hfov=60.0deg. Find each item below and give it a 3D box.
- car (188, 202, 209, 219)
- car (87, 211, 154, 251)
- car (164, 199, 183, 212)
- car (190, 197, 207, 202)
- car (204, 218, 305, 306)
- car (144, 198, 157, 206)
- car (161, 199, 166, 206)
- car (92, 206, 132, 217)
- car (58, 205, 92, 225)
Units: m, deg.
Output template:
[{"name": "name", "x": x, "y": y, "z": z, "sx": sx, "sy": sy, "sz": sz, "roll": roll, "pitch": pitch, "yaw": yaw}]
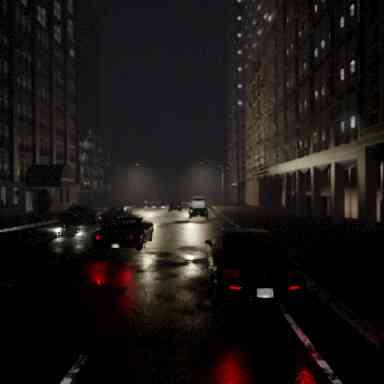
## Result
[{"name": "car", "x": 0.639, "y": 1.913, "z": 32.391, "sx": 1.895, "sy": 1.301, "sz": 4.718, "roll": 0, "pitch": -1, "yaw": 1}, {"name": "car", "x": -2.866, "y": 1.770, "z": 14.853, "sx": 1.895, "sy": 1.301, "sz": 4.718, "roll": 0, "pitch": -1, "yaw": 1}, {"name": "car", "x": -2.303, "y": 2.021, "z": 47.432, "sx": 2.033, "sy": 1.411, "sz": 5.357, "roll": 0, "pitch": -1, "yaw": 1}, {"name": "car", "x": 0.926, "y": 1.679, "z": 48.034, "sx": 2.150, "sy": 2.045, "sz": 5.566, "roll": 0, "pitch": 0, "yaw": 1}, {"name": "car", "x": 1.304, "y": 1.598, "z": 8.050, "sx": 1.812, "sy": 1.442, "sz": 4.674, "roll": 0, "pitch": -1, "yaw": 1}, {"name": "car", "x": -8.536, "y": 2.052, "z": 68.737, "sx": 2.097, "sy": 1.767, "sz": 4.553, "roll": 0, "pitch": -1, "yaw": 1}, {"name": "car", "x": -5.286, "y": 2.225, "z": 68.649, "sx": 1.994, "sy": 1.385, "sz": 4.181, "roll": 0, "pitch": -1, "yaw": 1}, {"name": "car", "x": -6.101, "y": 1.860, "z": 27.227, "sx": 2.033, "sy": 1.411, "sz": 5.357, "roll": 0, "pitch": -1, "yaw": 1}, {"name": "car", "x": -9.344, "y": 1.817, "z": 27.591, "sx": 1.882, "sy": 1.535, "sz": 5.008, "roll": 0, "pitch": -1, "yaw": 1}]
